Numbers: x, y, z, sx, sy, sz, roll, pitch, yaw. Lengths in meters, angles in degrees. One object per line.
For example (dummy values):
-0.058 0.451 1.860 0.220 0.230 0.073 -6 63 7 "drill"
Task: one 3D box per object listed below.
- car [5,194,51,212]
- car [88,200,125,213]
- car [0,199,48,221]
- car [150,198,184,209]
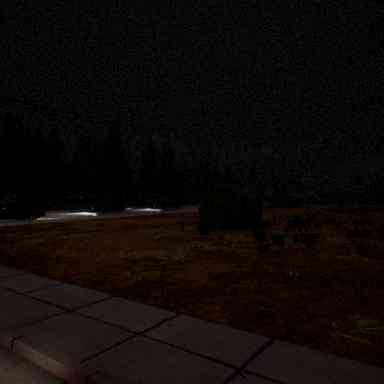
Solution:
-15.488 1.248 29.727 2.150 2.045 5.566 0 0 36 "car"
-9.588 1.591 37.702 1.994 1.385 4.181 0 0 37 "car"
-14.035 1.531 25.390 1.837 1.490 4.892 0 0 36 "car"
-3.386 1.574 46.082 2.033 1.411 5.357 0 0 37 "car"
